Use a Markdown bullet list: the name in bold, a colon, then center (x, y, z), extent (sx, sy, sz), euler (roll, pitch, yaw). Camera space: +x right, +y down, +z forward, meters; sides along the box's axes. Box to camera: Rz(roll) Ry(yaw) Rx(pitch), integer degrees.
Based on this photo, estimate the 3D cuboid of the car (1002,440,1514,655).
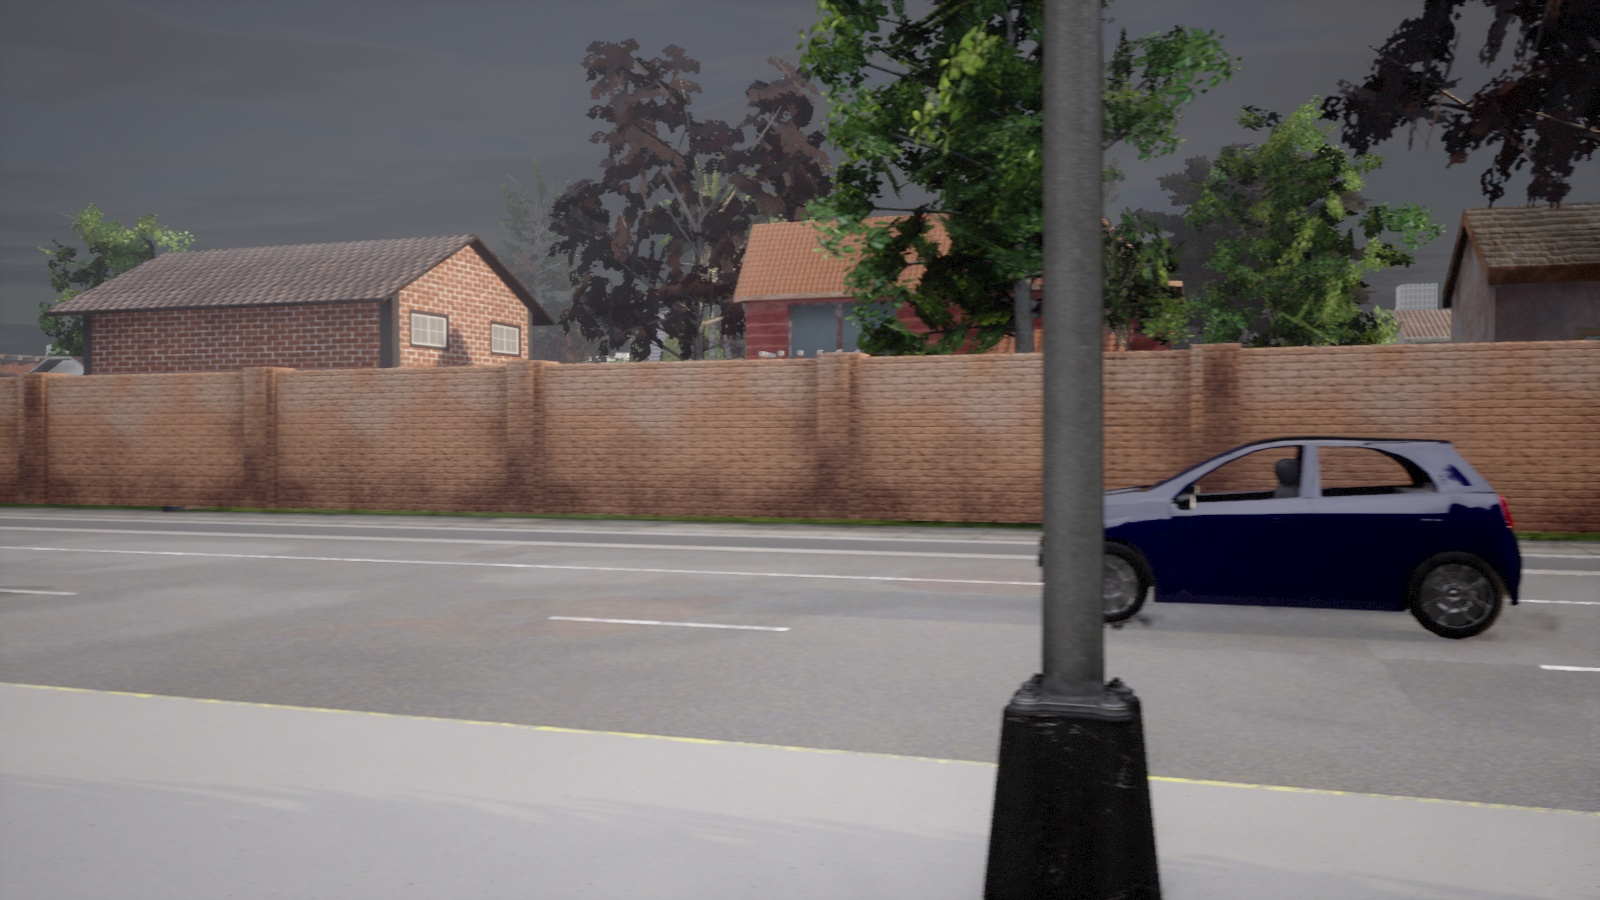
- **car**: center (3.650, 0.688, 10.405), extent (3.633, 1.501, 1.845), euler (1, 1, 19)
